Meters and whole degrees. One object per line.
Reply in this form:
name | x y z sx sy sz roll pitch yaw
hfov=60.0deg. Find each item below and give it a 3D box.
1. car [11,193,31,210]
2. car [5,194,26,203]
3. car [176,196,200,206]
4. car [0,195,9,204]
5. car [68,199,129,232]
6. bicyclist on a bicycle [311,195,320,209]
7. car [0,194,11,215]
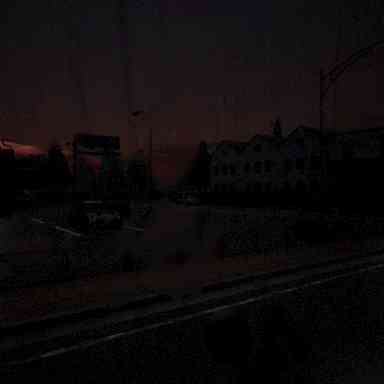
car | -19.776 1.092 38.195 1.905 1.878 3.866 0 0 -36
car | -38.912 1.328 73.278 3.866 1.878 1.905 0 0 -36
car | -0.586 1.349 50.252 1.812 1.442 4.674 0 0 -35
car | -39.139 1.495 66.149 4.611 1.667 2.242 0 0 -36
car | -5.261 1.248 17.929 1.970 1.475 3.806 0 0 -36
bicyclist on a bicycle | 13.719 1.124 36.870 1.656 1.620 0.582 0 0 -35
car | -17.864 1.113 29.885 1.932 1.855 4.605 0 0 -36
